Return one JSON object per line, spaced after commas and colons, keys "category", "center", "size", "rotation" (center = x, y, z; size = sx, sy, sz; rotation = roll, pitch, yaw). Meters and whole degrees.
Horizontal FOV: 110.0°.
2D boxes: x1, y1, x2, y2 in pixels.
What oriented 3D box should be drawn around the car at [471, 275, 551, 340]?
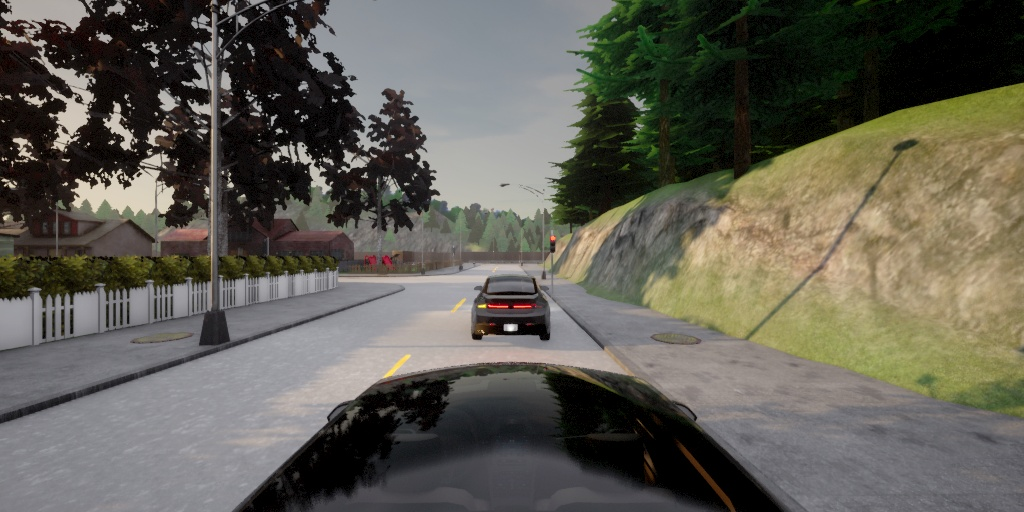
{"category": "car", "center": [-0.019, 1.255, 9.947], "size": [1.837, 1.490, 4.892], "rotation": [0, 0, 0]}
